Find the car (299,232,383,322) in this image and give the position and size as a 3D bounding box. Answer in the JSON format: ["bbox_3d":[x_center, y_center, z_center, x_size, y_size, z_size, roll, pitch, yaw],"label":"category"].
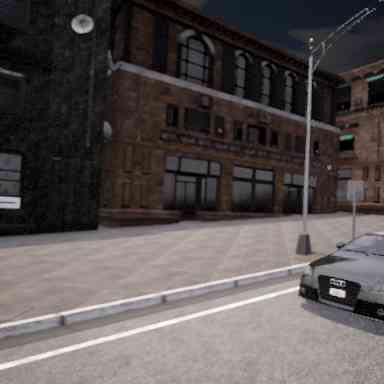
[{"bbox_3d":[4.156,1.573,6.955,4.181,1.385,1.994,0,0,-35],"label":"car"}]
